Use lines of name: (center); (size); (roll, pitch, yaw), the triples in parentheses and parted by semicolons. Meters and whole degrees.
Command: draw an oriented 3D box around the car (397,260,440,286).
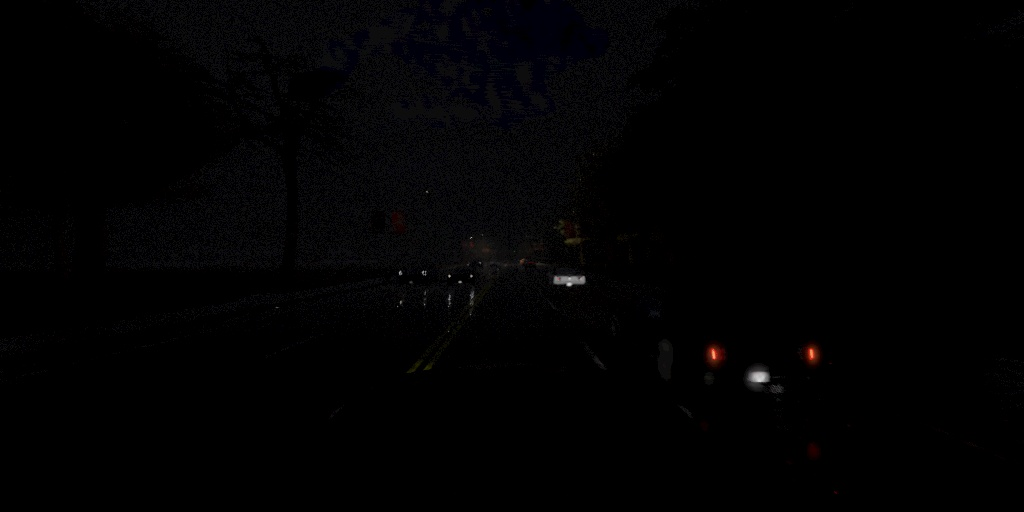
car: (-6.592, 1.129, 25.645); (2.097, 1.767, 4.553); (0, 0, 0)

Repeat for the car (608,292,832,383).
car: (3.352, 1.354, 7.078); (1.895, 1.301, 4.718); (0, 0, 0)

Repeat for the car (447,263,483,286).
car: (-3.344, 1.378, 25.393); (1.895, 1.301, 4.718); (0, 0, 0)

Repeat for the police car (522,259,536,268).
police car: (3.262, 1.416, 64.374); (2.038, 1.542, 4.974); (0, 0, 0)

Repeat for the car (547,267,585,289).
car: (3.354, 1.374, 23.124); (1.895, 1.301, 4.718); (0, 0, 0)
